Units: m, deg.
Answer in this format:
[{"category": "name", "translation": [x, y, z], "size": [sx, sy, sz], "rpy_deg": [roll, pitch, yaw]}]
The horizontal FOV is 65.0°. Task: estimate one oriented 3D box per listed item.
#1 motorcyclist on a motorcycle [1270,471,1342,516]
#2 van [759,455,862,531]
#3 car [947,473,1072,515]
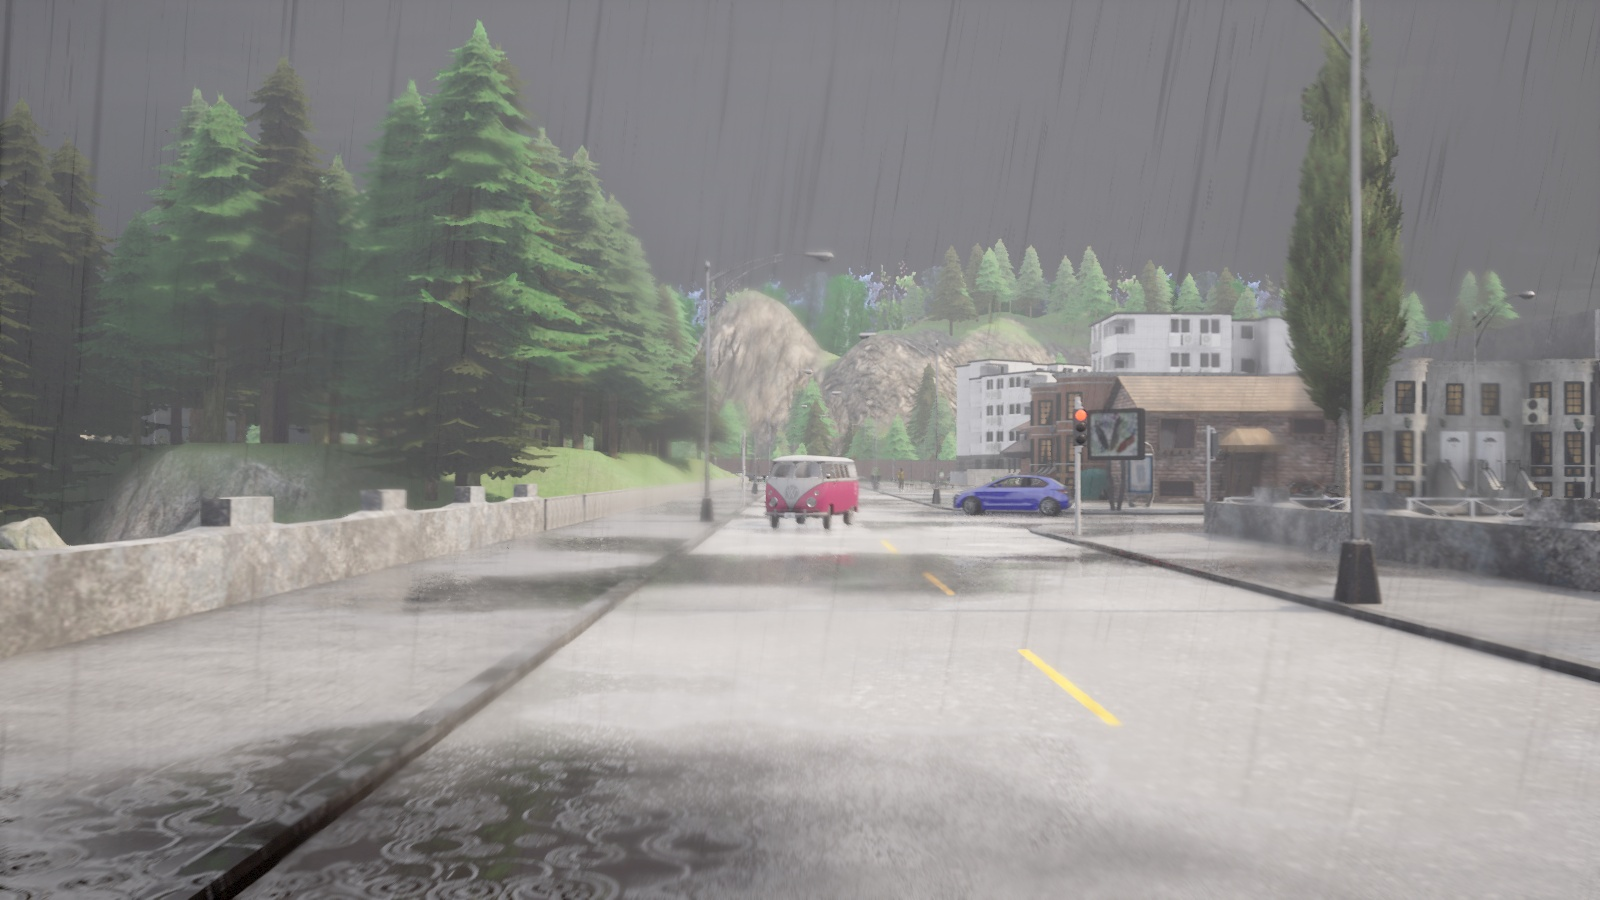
[{"category": "motorcyclist on a motorcycle", "translation": [17.827, 1.527, 44.287], "size": [2.191, 1.530, 0.866], "rpy_deg": [0, -1, 0]}, {"category": "van", "translation": [0.361, 1.156, 34.931], "size": [1.775, 1.987, 4.442], "rpy_deg": [-1, -1, 15]}, {"category": "car", "translation": [7.555, 1.562, 45.263], "size": [4.193, 1.474, 1.816], "rpy_deg": [-1, -1, 19]}]
